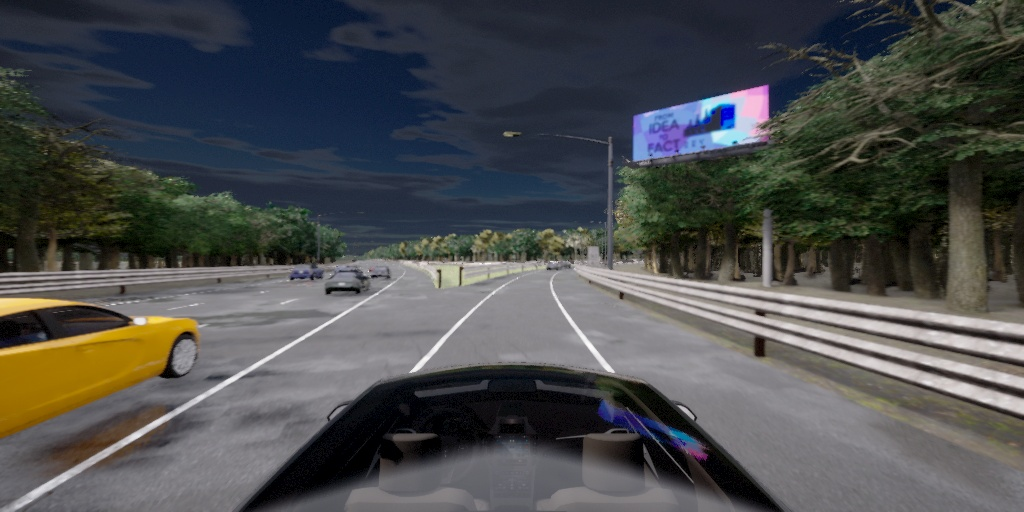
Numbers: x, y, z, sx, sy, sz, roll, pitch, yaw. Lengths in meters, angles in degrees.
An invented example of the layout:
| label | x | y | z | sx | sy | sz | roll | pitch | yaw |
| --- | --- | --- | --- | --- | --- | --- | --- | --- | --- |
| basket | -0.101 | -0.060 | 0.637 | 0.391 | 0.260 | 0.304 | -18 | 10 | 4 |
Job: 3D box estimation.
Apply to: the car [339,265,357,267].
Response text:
| label | x | y | z | sx | sy | sz | roll | pitch | yaw |
| --- | --- | --- | --- | --- | --- | --- | --- | --- | --- |
| car | -17.912 | 1.833 | 40.173 | 1.994 | 1.385 | 4.181 | 0 | -1 | -14 |

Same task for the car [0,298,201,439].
| label | x | y | z | sx | sy | sz | roll | pitch | yaw |
| --- | --- | --- | --- | --- | --- | --- | --- | --- | --- |
| car | -6.018 | 1.227 | 4.211 | 1.882 | 1.535 | 5.008 | 0 | -1 | -12 |

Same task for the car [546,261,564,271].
| label | x | y | z | sx | sy | sz | roll | pitch | yaw |
| --- | --- | --- | --- | --- | --- | --- | --- | --- | --- |
| car | 7.166 | 1.798 | 61.478 | 1.994 | 1.385 | 4.181 | 0 | 0 | 17 |

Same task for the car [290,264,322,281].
| label | x | y | z | sx | sy | sz | roll | pitch | yaw |
| --- | --- | --- | --- | --- | --- | --- | --- | --- | --- |
| car | -20.478 | 1.549 | 36.057 | 2.097 | 1.767 | 4.553 | 0 | -1 | -14 |

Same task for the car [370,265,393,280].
| label | x | y | z | sx | sy | sz | roll | pitch | yaw |
| --- | --- | --- | --- | --- | --- | --- | --- | --- | --- |
| car | -14.070 | 1.804 | 38.895 | 2.033 | 1.411 | 5.357 | 0 | -1 | -14 |

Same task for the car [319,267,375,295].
| label | x | y | z | sx | sy | sz | roll | pitch | yaw |
| --- | --- | --- | --- | --- | --- | --- | --- | --- | --- |
| car | -9.951 | 1.561 | 21.996 | 1.994 | 1.385 | 4.181 | 0 | -1 | -13 |
